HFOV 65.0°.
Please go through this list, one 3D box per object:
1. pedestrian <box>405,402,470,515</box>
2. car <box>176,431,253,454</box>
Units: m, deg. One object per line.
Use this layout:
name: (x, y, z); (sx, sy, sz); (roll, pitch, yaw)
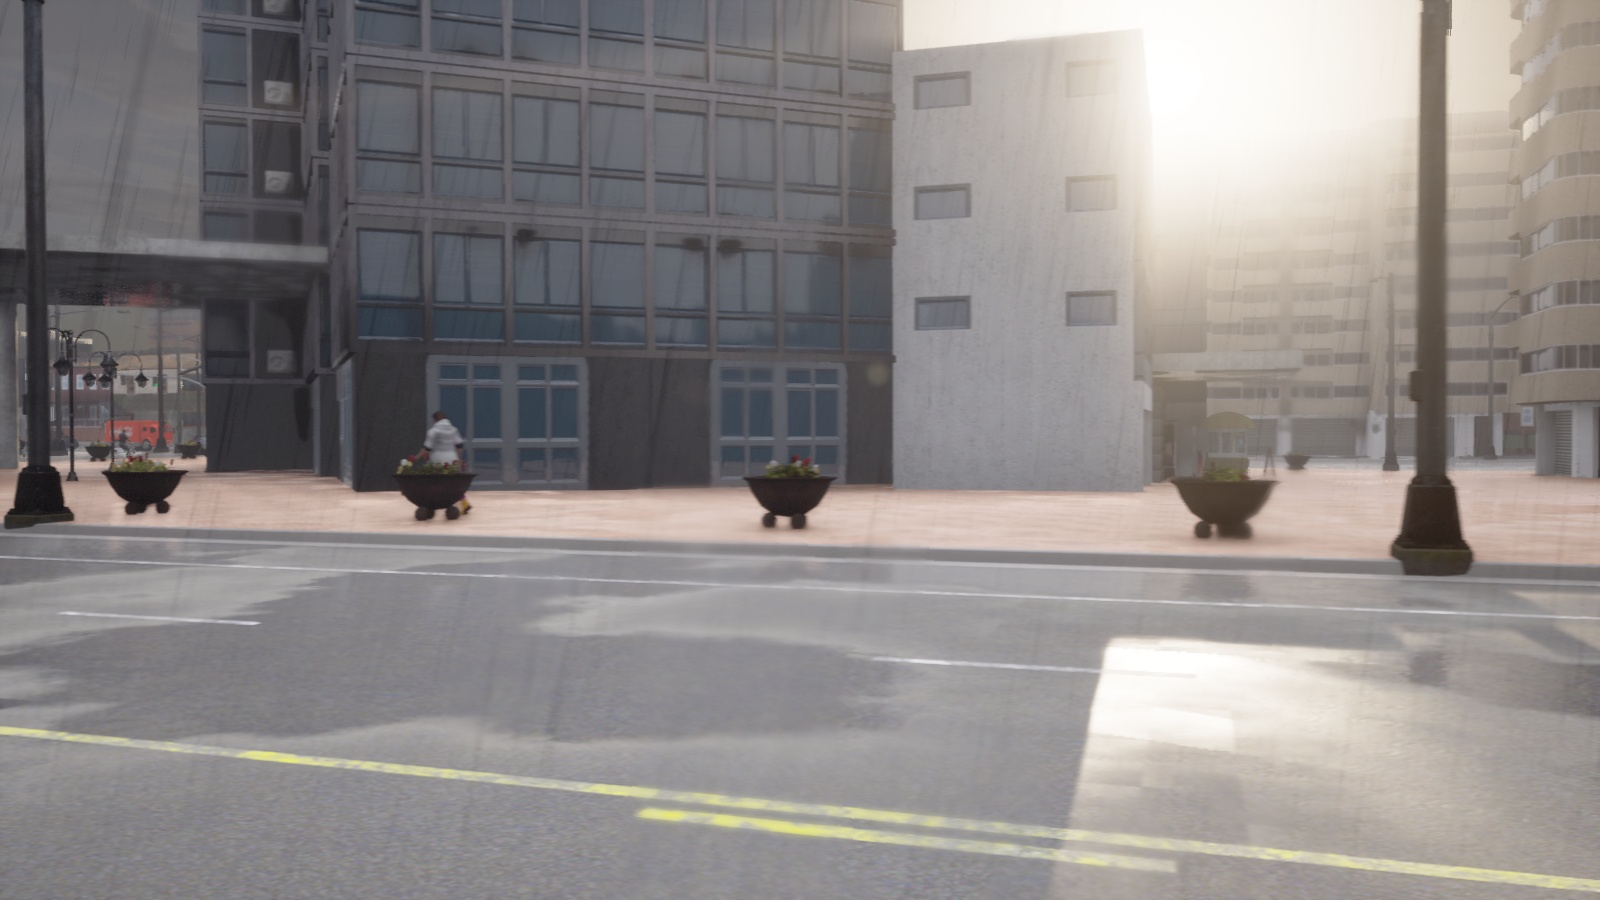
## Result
pedestrian: (-6.372, 0.133, 22.092); (0.873, 1.952, 0.659); (0, 1, 16)
car: (-35.804, -0.476, 76.939); (1.994, 1.385, 4.181); (1, 1, 17)
